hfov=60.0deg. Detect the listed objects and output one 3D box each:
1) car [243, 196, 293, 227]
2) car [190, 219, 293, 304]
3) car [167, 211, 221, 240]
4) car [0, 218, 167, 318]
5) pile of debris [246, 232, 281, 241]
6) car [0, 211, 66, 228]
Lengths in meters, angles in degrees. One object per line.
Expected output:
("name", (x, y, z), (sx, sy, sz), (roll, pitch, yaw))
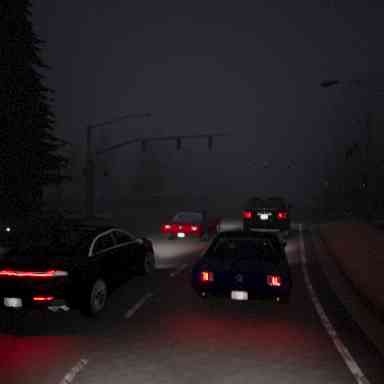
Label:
("car", (4.066, 1.236, 17.642), (2.150, 2.045, 5.566), (0, 0, 17))
("car", (1.389, 1.608, 8.246), (1.895, 1.301, 4.718), (0, 0, 13))
("car", (0.166, 1.614, 16.826), (1.895, 1.301, 4.718), (0, 0, 17))
("car", (-2.307, 1.497, 7.530), (2.128, 1.511, 4.902), (0, 0, 11))
("pile of debris", (3.541, 2.188, 16.361), (1.500, 0.140, 1.860), (0, 0, 17))
("car", (-7.582, 1.612, 15.837), (1.895, 1.301, 4.718), (0, 0, 17))
